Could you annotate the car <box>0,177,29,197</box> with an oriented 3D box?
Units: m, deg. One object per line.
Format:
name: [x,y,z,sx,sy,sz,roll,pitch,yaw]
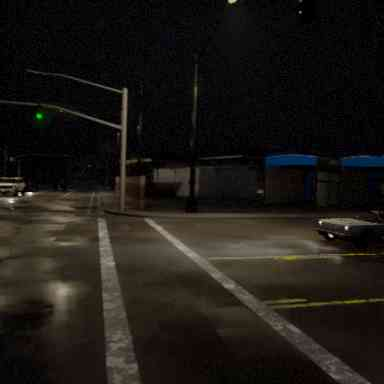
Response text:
car: [-20.224,-0.619,37.141,2.150,2.045,5.566,1,2,-15]

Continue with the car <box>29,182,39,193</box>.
car: [-23.056,-0.703,47.230,2.033,1.411,5.357,1,2,-16]

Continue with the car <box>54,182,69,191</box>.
car: [-21.612,-0.944,54.929,1.837,1.490,4.892,1,2,-16]

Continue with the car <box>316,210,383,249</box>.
car: [7.400,1.398,13.223,4.718,1.301,1.895,1,2,-16]
